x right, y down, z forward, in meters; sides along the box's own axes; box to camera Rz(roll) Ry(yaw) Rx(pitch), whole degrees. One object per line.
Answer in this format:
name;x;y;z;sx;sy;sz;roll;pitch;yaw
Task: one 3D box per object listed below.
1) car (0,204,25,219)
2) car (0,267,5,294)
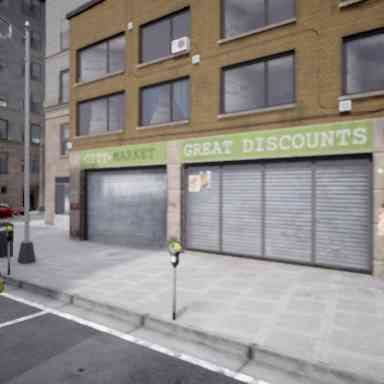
car;-16.497;1.669;27.762;1.895;1.301;4.718;0;1;34
car;-5.968;1.592;7.330;4.829;1.417;1.752;-1;0;36
